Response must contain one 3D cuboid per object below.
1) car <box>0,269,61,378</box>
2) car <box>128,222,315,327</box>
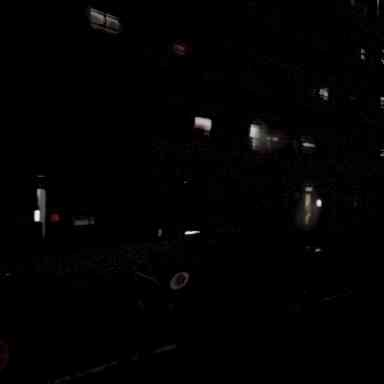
[{"bbox_3d":[-3.907,1.534,3.766,4.507,1.381,1.887,1,0,-35],"label":"car"},{"bbox_3d":[0.727,1.486,7.068,4.097,1.590,1.967,1,0,-35],"label":"car"}]
